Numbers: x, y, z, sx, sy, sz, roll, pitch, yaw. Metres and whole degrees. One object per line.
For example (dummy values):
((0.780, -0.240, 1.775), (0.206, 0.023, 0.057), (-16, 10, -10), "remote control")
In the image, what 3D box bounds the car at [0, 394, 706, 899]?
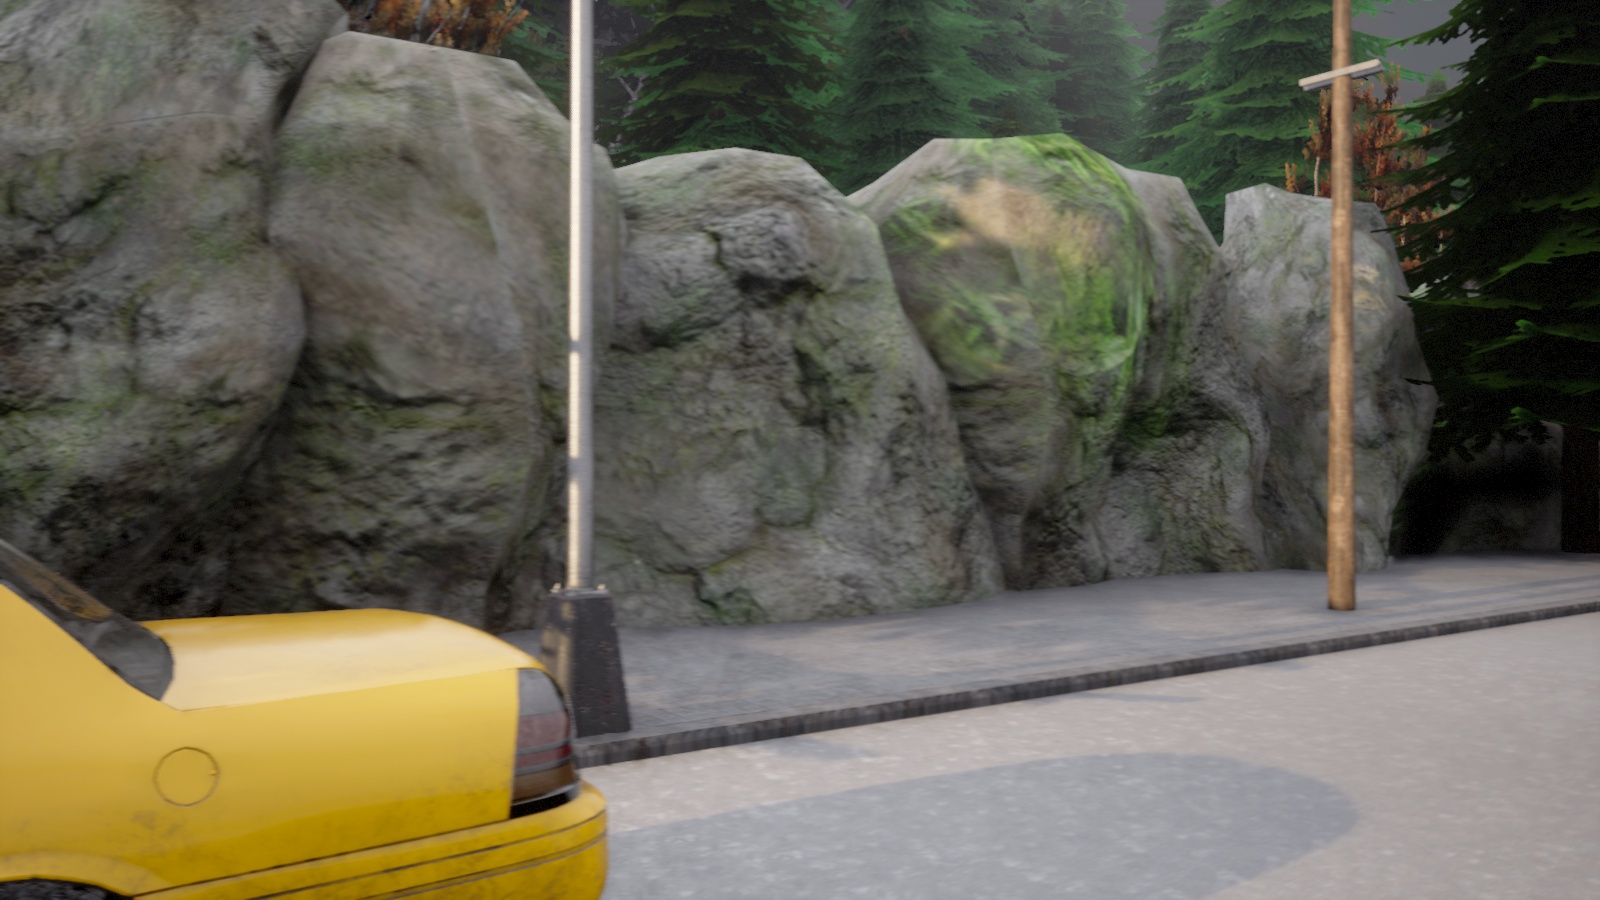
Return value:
((-2.943, 0.694, 2.220), (5.366, 1.575, 1.801), (0, 0, -35), "car")
